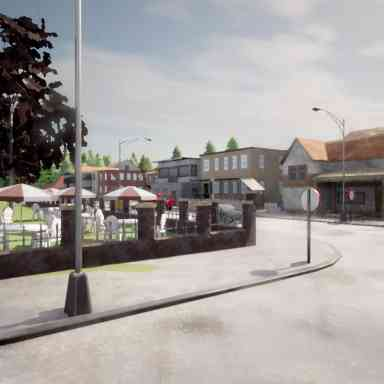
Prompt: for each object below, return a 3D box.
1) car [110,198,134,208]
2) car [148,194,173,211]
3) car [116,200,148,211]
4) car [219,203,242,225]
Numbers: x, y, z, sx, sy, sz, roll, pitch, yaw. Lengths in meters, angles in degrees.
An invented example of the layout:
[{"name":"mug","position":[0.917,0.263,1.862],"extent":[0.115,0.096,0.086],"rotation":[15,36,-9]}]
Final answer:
[{"name":"car","position":[-10.442,1.564,49.451],"extent":[1.994,1.385,4.181],"rotation":[0,0,-35]},{"name":"car","position":[-4.428,1.221,41.004],"extent":[2.150,2.045,5.566],"rotation":[0,0,-35]},{"name":"car","position":[-7.266,1.478,37.772],"extent":[1.882,1.535,5.008],"rotation":[0,0,-35]},{"name":"car","position":[2.256,1.525,24.403],"extent":[1.812,1.442,4.674],"rotation":[0,0,-36]}]
